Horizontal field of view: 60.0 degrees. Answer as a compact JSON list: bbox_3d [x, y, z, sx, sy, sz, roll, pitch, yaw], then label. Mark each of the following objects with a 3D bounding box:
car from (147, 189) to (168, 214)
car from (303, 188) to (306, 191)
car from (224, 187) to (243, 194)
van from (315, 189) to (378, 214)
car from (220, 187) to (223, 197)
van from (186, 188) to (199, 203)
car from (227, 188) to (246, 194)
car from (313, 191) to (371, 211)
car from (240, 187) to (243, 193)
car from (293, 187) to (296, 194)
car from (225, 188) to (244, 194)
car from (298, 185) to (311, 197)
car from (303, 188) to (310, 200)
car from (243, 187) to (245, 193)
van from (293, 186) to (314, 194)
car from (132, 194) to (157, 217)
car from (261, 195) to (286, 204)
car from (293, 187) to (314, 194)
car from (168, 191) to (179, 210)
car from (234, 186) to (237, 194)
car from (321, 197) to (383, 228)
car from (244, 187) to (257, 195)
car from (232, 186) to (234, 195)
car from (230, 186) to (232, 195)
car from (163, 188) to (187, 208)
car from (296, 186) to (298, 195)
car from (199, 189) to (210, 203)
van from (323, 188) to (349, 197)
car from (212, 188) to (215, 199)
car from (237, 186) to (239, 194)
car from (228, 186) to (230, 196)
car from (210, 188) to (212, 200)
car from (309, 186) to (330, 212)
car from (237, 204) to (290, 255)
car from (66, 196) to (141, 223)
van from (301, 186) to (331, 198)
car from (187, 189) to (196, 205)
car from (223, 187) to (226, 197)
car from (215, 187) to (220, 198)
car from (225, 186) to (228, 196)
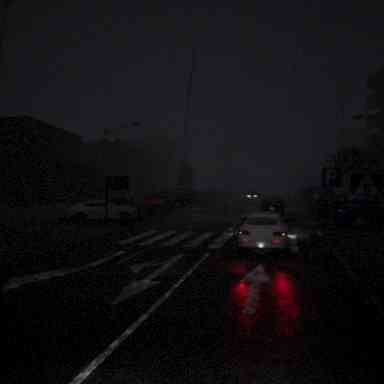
[{"bbox_3d":[-4.570,0.928,28.241,4.553,1.767,2.185,-1,2,-6],"label":"car"},{"bbox_3d":[17.425,0.626,43.021,4.792,1.488,2.163,0,1,-5],"label":"car"},{"bbox_3d":[10.905,-0.466,87.936,4.553,1.767,2.185,-1,0,-5],"label":"car"},{"bbox_3d":[13.190,0.780,28.546,4.442,1.987,1.878,0,2,-4],"label":"van"},{"bbox_3d":[1.922,0.341,53.893,4.892,1.521,2.231,-1,2,-6],"label":"car"},{"bbox_3d":[-1.839,0.512,39.659,4.442,1.987,1.878,-1,2,-6],"label":"van"},{"bbox_3d":[12.393,-0.372,93.606,5.008,1.535,2.097,-1,0,-5],"label":"car"},{"bbox_3d":[14.102,0.799,31.446,4.553,1.767,2.185,0,2,-4],"label":"car"},{"bbox_3d":[8.571,-0.495,79.425,5.566,2.045,2.435,-1,1,-5],"label":"car"},{"bbox_3d":[21.831,0.107,60.410,5.366,1.575,1.946,0,2,-5],"label":"car"},{"bbox_3d":[11.666,-0.329,90.781,4.792,1.488,2.163,-1,0,-5],"label":"car"},{"bbox_3d":[18.227,0.263,45.919,5.566,2.045,2.435,0,1,-5],"label":"car"},{"bbox_3d":[16.600,0.680,40.115,4.892,1.521,2.231,0,2,-4],"label":"car"},{"bbox_3d":[10.122,-0.312,85.105,4.892,1.521,2.231,-1,1,-5],"label":"car"},{"bbox_3d":[28.031,-0.509,83.547,4.442,1.987,1.878,1,1,-5],"label":"van"},{"bbox_3d":[-5.286,1.162,25.390,4.792,1.488,2.163,-1,1,-6],"label":"car"},{"bbox_3d":[6.805,1.026,27.963,1.882,1.535,5.008,0,2,15],"label":"car"},{"bbox_3d":[28.892,-0.427,86.456,4.553,1.767,2.185,1,0,-5],"label":"car"},{"bbox_3d":[-3.909,1.004,31.101,4.792,1.488,2.163,-1,2,-6],"label":"car"},{"bbox_3d":[6.362,-0.098,70.927,5.008,1.535,2.097,-1,1,-5],"label":"car"},{"bbox_3d":[10.815,1.251,19.923,5.008,1.535,2.097,0,2,-4],"label":"car"},{"bbox_3d":[12.856,-0.037,70.416,2.033,1.411,5.357,0,1,15],"label":"car"},{"bbox_3d":[5.638,-0.161,68.085,4.553,1.767,2.185,-1,1,-5],"label":"car"},{"bbox_3d":[4.864,0.071,65.260,4.674,1.452,2.002,-1,1,-5],"label":"car"},{"bbox_3d":[-3.132,0.768,33.961,4.553,1.767,2.185,-1,2,-6],"label":"car"},{"bbox_3d":[19.780,0.099,51.731,5.566,2.045,2.435,0,1,-5],"label":"car"},{"bbox_3d":[-0.810,0.650,42.541,5.366,1.575,1.946,-1,1,-6],"label":"car"},{"bbox_3d":[11.766,0.945,22.806,4.442,1.987,1.878,0,2,-4],"label":"van"},{"bbox_3d":[0.486,0.527,48.213,4.792,1.488,2.163,-1,1,-6],"label":"car"},{"bbox_3d":[7.096,-0.151,73.765,5.008,1.535,2.097,-1,1,-5],"label":"car"},{"bbox_3d":[4.155,-0.021,62.411,4.553,1.767,2.185,-1,2,-5],"label":"car"},{"bbox_3d":[-0.278,0.577,45.369,5.008,1.535,2.097,-1,1,-6],"label":"car"},{"bbox_3d":[12.449,0.837,25.669,5.566,2.045,2.435,0,2,-4],"label":"car"},{"bbox_3d":[2.906,1.482,13.350,1.812,1.442,4.674,0,2,15],"label":"car"},{"bbox_3d":[-6.031,1.253,22.524,4.674,1.452,2.002,-1,1,-6],"label":"car"},{"bbox_3d":[21.378,-0.038,57.537,4.442,1.987,1.878,0,1,-5],"label":"van"},{"bbox_3d":[-2.447,0.815,36.827,5.008,1.535,2.097,-1,1,-6],"label":"car"},{"bbox_3d":[2.659,0.262,56.731,4.892,1.521,2.231,-1,2,-5],"label":"car"},{"bbox_3d":[1.179,0.419,51.055,5.008,1.535,2.097,-1,1,-6],"label":"car"},{"bbox_3d":[3.394,0.181,59.574,5.008,1.535,2.097,-1,2,-5],"label":"car"}]
